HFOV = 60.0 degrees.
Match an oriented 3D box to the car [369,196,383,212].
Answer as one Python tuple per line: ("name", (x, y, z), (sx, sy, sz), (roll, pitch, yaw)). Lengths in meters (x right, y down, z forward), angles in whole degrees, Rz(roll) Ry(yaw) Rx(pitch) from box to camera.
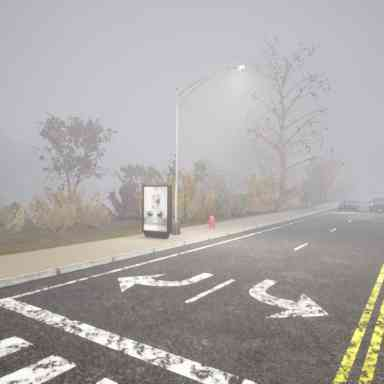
("car", (21.539, 1.393, 38.046), (2.097, 1.767, 4.553), (0, 0, 31))

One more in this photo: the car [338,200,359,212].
("car", (18.724, 1.602, 39.670), (1.994, 1.385, 4.181), (0, 0, 31))
